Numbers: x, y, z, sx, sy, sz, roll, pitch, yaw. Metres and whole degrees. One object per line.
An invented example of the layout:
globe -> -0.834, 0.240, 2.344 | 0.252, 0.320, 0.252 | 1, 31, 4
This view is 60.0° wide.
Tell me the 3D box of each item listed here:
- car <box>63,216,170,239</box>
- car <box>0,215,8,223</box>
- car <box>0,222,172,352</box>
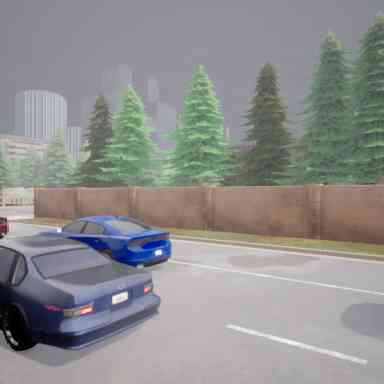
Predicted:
car -> -2.915, 1.478, 10.367 | 5.008, 1.535, 1.882 | 0, 0, 35
car -> -10.746, 1.478, 15.945 | 5.008, 1.535, 1.882 | 0, 0, 35
car -> -3.067, 1.547, 6.170 | 5.357, 1.411, 2.033 | 0, 0, 35
